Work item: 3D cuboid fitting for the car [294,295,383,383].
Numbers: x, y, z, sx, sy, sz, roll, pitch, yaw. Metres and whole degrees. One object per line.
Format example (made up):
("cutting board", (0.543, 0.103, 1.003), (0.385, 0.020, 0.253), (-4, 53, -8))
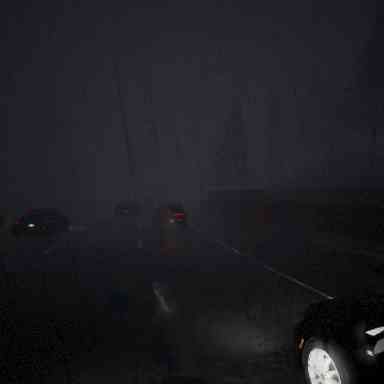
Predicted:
("car", (2.623, 1.504, 2.242), (1.837, 1.490, 4.892), (0, 0, -16))

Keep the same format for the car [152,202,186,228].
("car", (-1.485, 1.502, 22.106), (1.837, 1.490, 4.892), (0, 0, -8))

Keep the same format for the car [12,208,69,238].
("car", (-7.925, 1.562, 17.745), (1.994, 1.385, 4.181), (0, 0, -9))

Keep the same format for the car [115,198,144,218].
("car", (-5.774, 1.474, 30.354), (1.882, 1.535, 5.008), (0, -1, -4))

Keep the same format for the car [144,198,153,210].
("car", (-5.959, 1.486, 42.667), (2.128, 1.511, 4.902), (0, 0, 1))

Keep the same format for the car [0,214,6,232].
("car", (-11.385, 1.475, 17.150), (1.882, 1.535, 5.008), (0, 0, -9))
